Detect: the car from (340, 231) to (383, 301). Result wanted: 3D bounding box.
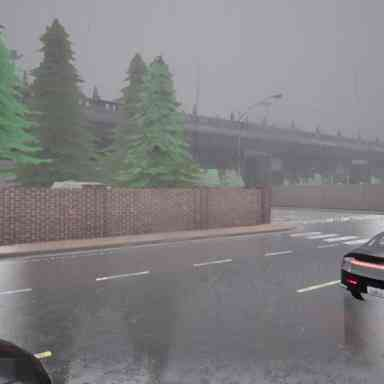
[{"bbox_3d":[5.146,1.490,7.031,4.902,1.511,2.128,0,0,-34],"label":"car"}]

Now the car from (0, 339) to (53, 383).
[{"bbox_3d":[-3.104,1.492,1.306,4.902,1.511,2.128,0,0,-37],"label":"car"}]
